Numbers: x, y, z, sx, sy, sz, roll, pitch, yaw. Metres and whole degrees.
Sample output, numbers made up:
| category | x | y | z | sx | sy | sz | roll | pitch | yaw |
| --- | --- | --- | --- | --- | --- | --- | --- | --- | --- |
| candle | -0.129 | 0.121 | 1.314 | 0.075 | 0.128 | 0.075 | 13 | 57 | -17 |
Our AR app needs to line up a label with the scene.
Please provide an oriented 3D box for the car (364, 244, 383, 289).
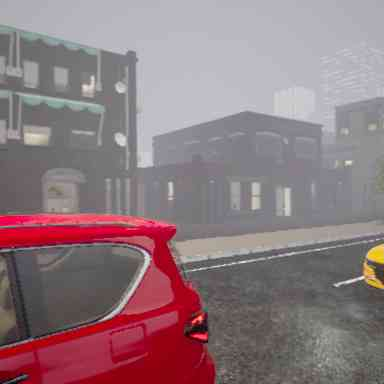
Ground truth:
| category | x | y | z | sx | sy | sz | roll | pitch | yaw |
| --- | --- | --- | --- | --- | --- | --- | --- | --- | --- |
| car | 6.144 | 1.495 | 8.070 | 5.008 | 1.535 | 1.882 | 0 | 0 | -35 |

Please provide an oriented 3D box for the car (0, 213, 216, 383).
| category | x | y | z | sx | sy | sz | roll | pitch | yaw |
| --- | --- | --- | --- | --- | --- | --- | --- | --- | --- |
| car | -2.417 | 1.220 | 1.950 | 5.566 | 2.045 | 2.150 | 0 | 0 | -35 |
